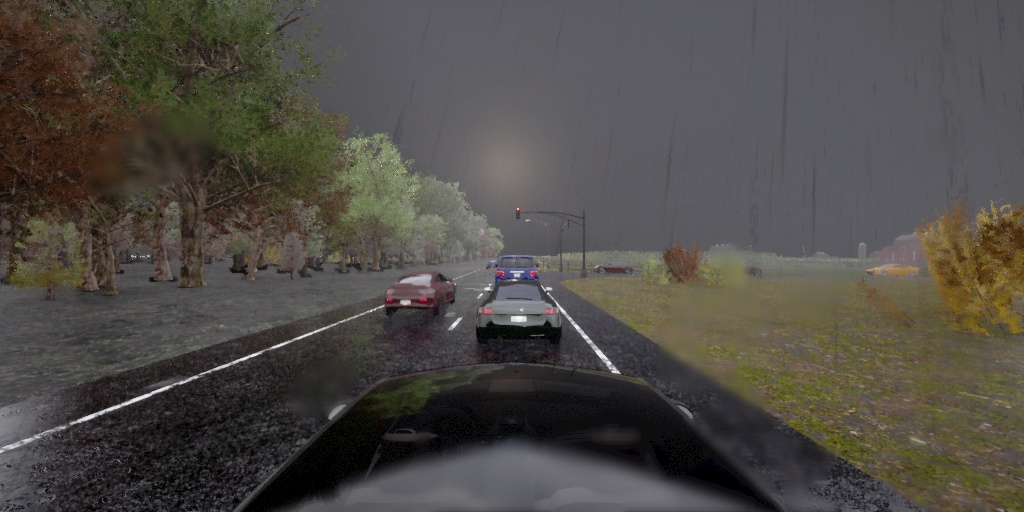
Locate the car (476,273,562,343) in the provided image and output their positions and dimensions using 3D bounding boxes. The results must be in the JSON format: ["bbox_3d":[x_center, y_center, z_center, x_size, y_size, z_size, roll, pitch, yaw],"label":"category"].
[{"bbox_3d":[0.169,1.317,9.671,1.994,1.385,4.181,0,0,1],"label":"car"}]

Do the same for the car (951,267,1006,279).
[{"bbox_3d":[49.441,1.851,37.981,4.181,1.385,1.994,1,-1,2],"label":"car"}]

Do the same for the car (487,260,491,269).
[{"bbox_3d":[-2.878,1.286,56.829,1.812,1.442,4.674,0,0,1],"label":"car"}]

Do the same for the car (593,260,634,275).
[{"bbox_3d":[11.948,1.295,42.530,4.553,1.767,2.097,0,-1,6],"label":"car"}]

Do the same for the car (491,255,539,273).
[{"bbox_3d":[0.263,0.977,19.084,2.150,2.045,5.566,0,0,1],"label":"car"}]

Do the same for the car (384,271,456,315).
[{"bbox_3d":[-3.292,1.280,13.475,1.812,1.442,4.674,0,0,1],"label":"car"}]

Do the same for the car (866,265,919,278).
[{"bbox_3d":[44.118,1.767,41.659,5.008,1.535,1.882,1,-1,1],"label":"car"}]

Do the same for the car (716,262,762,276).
[{"bbox_3d":[26.451,1.447,41.933,4.553,1.767,2.097,1,-1,1],"label":"car"}]
